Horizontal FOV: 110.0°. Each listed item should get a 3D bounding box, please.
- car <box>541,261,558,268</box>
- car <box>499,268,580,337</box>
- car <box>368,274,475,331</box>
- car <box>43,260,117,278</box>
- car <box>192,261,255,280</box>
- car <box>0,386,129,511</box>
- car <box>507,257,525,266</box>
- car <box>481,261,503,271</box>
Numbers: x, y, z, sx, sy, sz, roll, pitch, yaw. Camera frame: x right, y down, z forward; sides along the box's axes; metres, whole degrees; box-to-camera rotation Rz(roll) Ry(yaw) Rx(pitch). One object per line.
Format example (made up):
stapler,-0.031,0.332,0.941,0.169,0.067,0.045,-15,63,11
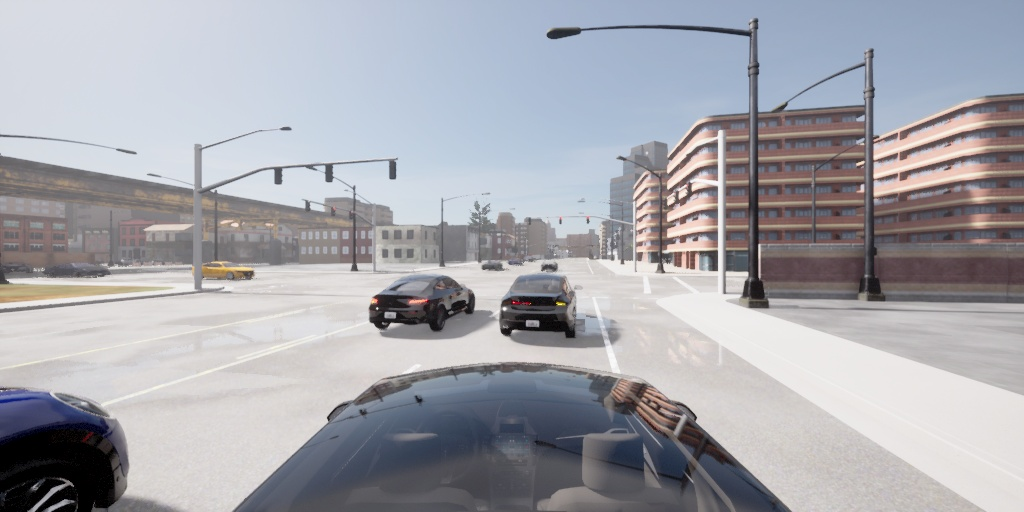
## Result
car,4.825,1.222,45.506,1.895,1.301,4.718,0,1,11
car,0.914,1.254,10.335,1.837,1.490,4.892,0,0,11
car,-2.531,1.275,10.977,1.812,1.442,4.674,0,0,11
car,-40.385,1.294,33.287,5.357,1.411,2.033,0,0,9
car,-24.577,1.225,30.626,5.008,1.535,1.882,0,0,10
car,-4.029,1.103,0.798,2.097,1.767,4.553,0,0,4
car,0.502,1.012,60.963,1.895,1.301,4.718,0,1,11
car,-2.487,1.243,45.602,1.895,1.301,4.718,0,1,11
